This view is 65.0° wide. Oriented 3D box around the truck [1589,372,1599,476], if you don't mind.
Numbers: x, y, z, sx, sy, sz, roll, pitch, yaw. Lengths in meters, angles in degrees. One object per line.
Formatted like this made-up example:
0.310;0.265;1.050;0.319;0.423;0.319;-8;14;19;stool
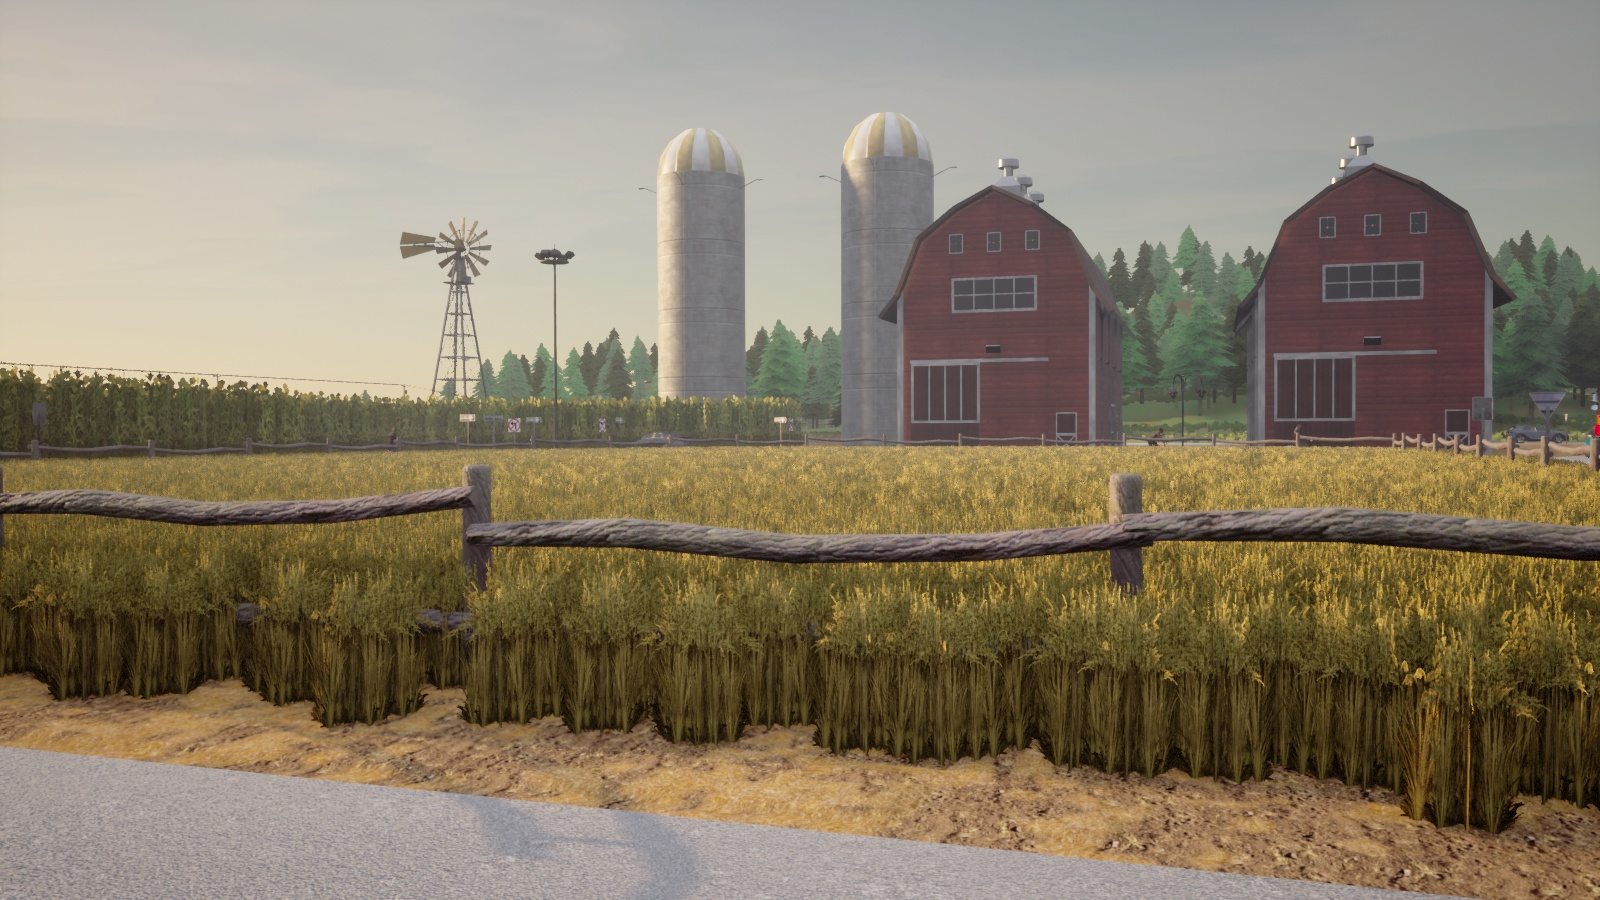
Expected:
29.952;-0.916;43.089;2.891;3.827;8.468;1;1;18;truck

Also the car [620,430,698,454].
-9.096;-0.545;80.775;4.902;1.511;2.128;1;1;40;car
